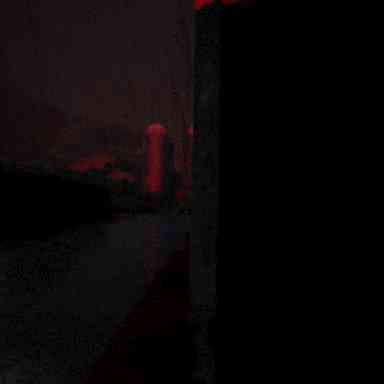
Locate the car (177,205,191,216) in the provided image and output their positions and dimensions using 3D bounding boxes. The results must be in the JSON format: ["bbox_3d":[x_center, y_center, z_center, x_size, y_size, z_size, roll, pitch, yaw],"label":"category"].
[{"bbox_3d":[-1.066,2.631,46.994,1.812,1.442,4.674,1,-2,3],"label":"car"}]
